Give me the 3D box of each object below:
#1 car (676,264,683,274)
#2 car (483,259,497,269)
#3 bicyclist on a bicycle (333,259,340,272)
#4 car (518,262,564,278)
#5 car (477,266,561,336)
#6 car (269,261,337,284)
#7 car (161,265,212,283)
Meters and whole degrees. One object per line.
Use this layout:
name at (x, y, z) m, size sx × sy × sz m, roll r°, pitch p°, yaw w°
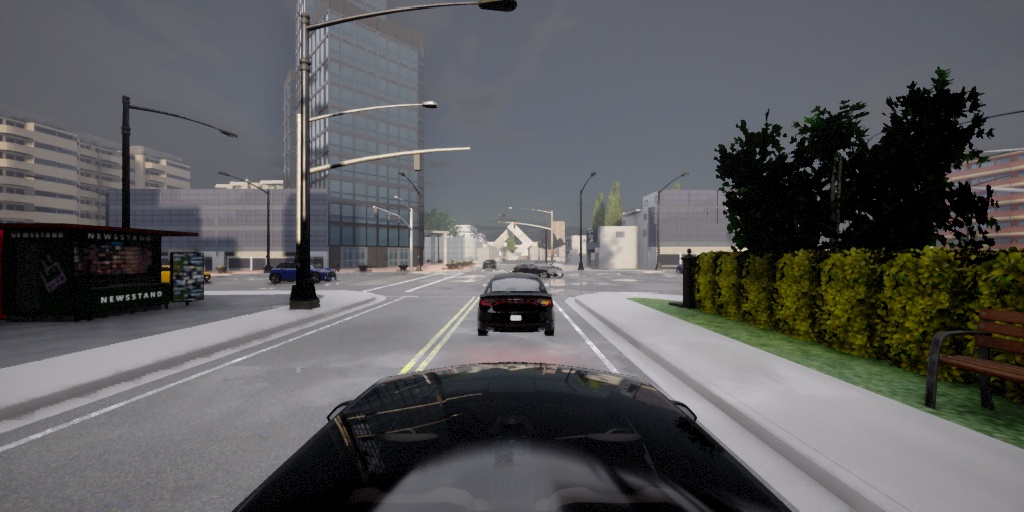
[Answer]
car at (20.294, 1.056, 38.904) m, size 4.553 × 1.767 × 2.097 m, roll 0°, pitch 0°, yaw 0°
car at (-3.356, 1.227, 54.256) m, size 1.882 × 1.535 × 5.008 m, roll 0°, pitch 0°, yaw 0°
bicyclist on a bicycle at (-21.803, 1.216, 44.543) m, size 0.582 × 1.620 × 1.656 m, roll -1°, pitch 0°, yaw 0°
car at (2.155, 1.247, 30.347) m, size 2.128 × 1.511 × 4.902 m, roll -1°, pitch 0°, yaw -42°
car at (0.114, 1.228, 10.474) m, size 1.882 × 1.535 × 5.008 m, roll 0°, pitch 0°, yaw 1°
car at (-16.274, 1.210, 28.084) m, size 4.553 × 1.767 × 2.097 m, roll -1°, pitch 0°, yaw 0°
car at (-26.385, 1.454, 28.052) m, size 5.008 × 1.535 × 1.882 m, roll -1°, pitch 0°, yaw 0°
